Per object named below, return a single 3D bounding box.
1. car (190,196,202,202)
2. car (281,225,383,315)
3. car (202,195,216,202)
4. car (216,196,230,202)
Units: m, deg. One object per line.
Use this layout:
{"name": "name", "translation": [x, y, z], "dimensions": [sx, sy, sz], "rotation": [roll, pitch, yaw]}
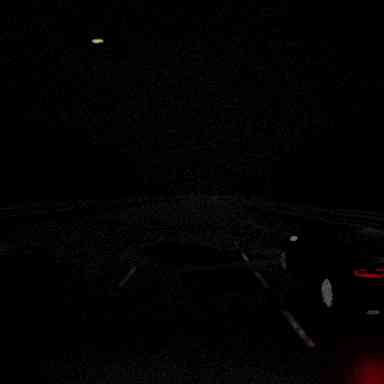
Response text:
{"name": "car", "translation": [0.732, 1.683, 86.641], "dimensions": [1.882, 1.535, 5.008], "rotation": [0, 0, 11]}
{"name": "car", "translation": [3.503, 1.500, 7.725], "dimensions": [1.882, 1.535, 5.008], "rotation": [0, 0, 0]}
{"name": "car", "translation": [4.481, 1.790, 87.707], "dimensions": [1.994, 1.385, 4.181], "rotation": [0, 0, 11]}
{"name": "car", "translation": [8.090, 1.739, 87.957], "dimensions": [1.882, 1.535, 5.008], "rotation": [0, 0, 11]}
